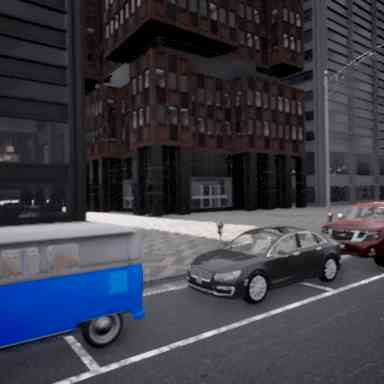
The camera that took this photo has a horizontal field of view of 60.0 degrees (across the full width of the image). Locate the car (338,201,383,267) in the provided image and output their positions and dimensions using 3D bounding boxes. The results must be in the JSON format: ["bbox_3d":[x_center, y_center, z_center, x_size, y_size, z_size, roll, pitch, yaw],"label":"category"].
[{"bbox_3d":[6.463,1.263,11.407,5.009,1.841,2.192,-1,0,-36],"label":"car"}]

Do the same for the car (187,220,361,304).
[{"bbox_3d":[1.911,1.556,8.080,4.403,1.369,2.008,-1,0,-36],"label":"car"}]

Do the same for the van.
[{"bbox_3d":[-2.647,1.404,4.756,3.998,1.788,1.690,-1,0,-36],"label":"van"}]
